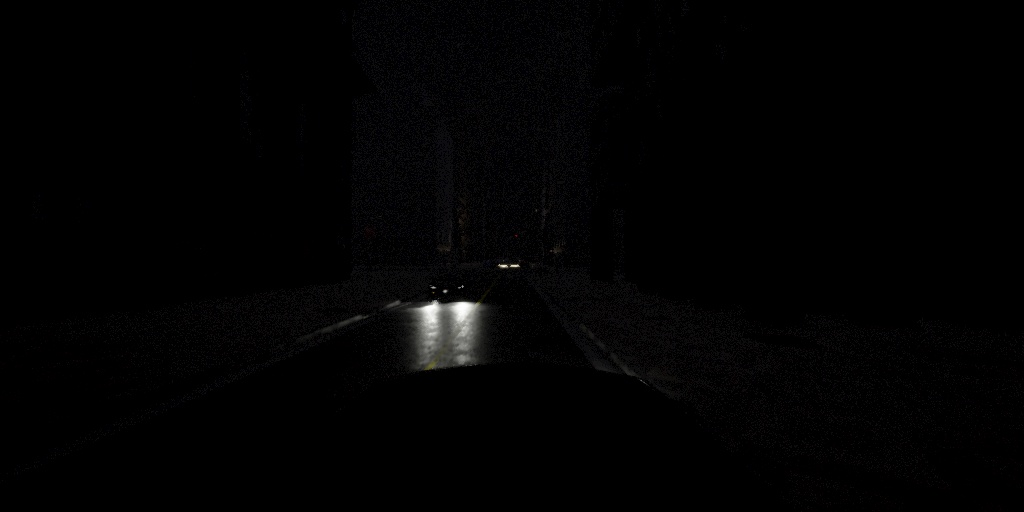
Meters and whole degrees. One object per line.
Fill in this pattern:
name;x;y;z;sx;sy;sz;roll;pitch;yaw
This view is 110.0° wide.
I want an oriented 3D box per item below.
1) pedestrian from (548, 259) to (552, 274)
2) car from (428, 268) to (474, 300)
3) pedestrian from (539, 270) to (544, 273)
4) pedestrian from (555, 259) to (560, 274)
pedestrian;4.643;1.275;43.551;0.375;1.860;0.375;0;-1;0
car;-3.097;1.415;19.007;1.837;1.490;4.892;0;-1;0
pedestrian;3.642;1.616;44.747;0.500;1.100;0.500;0;-1;0
pedestrian;5.643;1.307;44.150;0.375;1.860;0.375;0;-1;0
